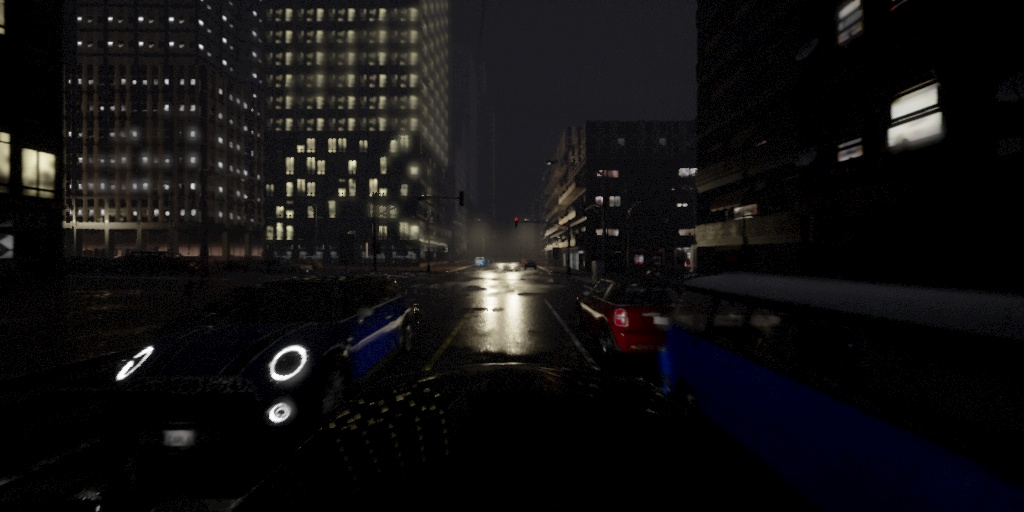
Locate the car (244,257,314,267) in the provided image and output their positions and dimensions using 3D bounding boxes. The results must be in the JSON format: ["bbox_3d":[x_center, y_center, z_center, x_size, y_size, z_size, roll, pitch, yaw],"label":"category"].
[{"bbox_3d":[-19.907,0.982,31.000,4.718,1.301,1.895,1,0,-1],"label":"car"}]

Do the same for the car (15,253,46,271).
[{"bbox_3d":[-38.624,0.585,28.100,4.507,1.381,1.888,0,0,-1],"label":"car"}]

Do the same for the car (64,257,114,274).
[{"bbox_3d":[-33.007,0.711,28.164,4.313,1.339,1.948,0,0,-1],"label":"car"}]

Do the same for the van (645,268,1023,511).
[{"bbox_3d":[2.689,1.090,2.864,1.690,1.789,3.998,0,0,0],"label":"van"}]

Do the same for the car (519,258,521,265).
[{"bbox_3d":[2.688,1.246,63.272,1.888,1.381,4.507,0,0,0],"label":"car"}]

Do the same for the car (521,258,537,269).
[{"bbox_3d":[2.689,1.273,53.305,1.948,1.339,4.313,0,0,0],"label":"car"}]

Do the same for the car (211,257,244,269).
[{"bbox_3d":[-27.491,0.783,36.608,4.313,1.339,1.948,0,0,-1],"label":"car"}]

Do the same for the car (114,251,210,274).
[{"bbox_3d":[-27.388,0.565,28.227,5.009,1.841,2.192,0,0,-1],"label":"car"}]

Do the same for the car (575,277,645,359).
[{"bbox_3d":[2.689,1.184,8.414,1.967,1.591,4.097,0,0,0],"label":"car"}]

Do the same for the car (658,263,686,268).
[{"bbox_3d":[16.011,1.477,37.101,4.097,1.591,1.967,0,0,-1],"label":"car"}]

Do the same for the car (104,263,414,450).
[{"bbox_3d":[-3.092,1.098,5.578,2.097,1.767,4.553,0,0,0],"label":"car"}]

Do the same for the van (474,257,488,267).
[{"bbox_3d":[-5.692,1.042,63.271,1.690,1.789,3.998,0,0,0],"label":"van"}]
